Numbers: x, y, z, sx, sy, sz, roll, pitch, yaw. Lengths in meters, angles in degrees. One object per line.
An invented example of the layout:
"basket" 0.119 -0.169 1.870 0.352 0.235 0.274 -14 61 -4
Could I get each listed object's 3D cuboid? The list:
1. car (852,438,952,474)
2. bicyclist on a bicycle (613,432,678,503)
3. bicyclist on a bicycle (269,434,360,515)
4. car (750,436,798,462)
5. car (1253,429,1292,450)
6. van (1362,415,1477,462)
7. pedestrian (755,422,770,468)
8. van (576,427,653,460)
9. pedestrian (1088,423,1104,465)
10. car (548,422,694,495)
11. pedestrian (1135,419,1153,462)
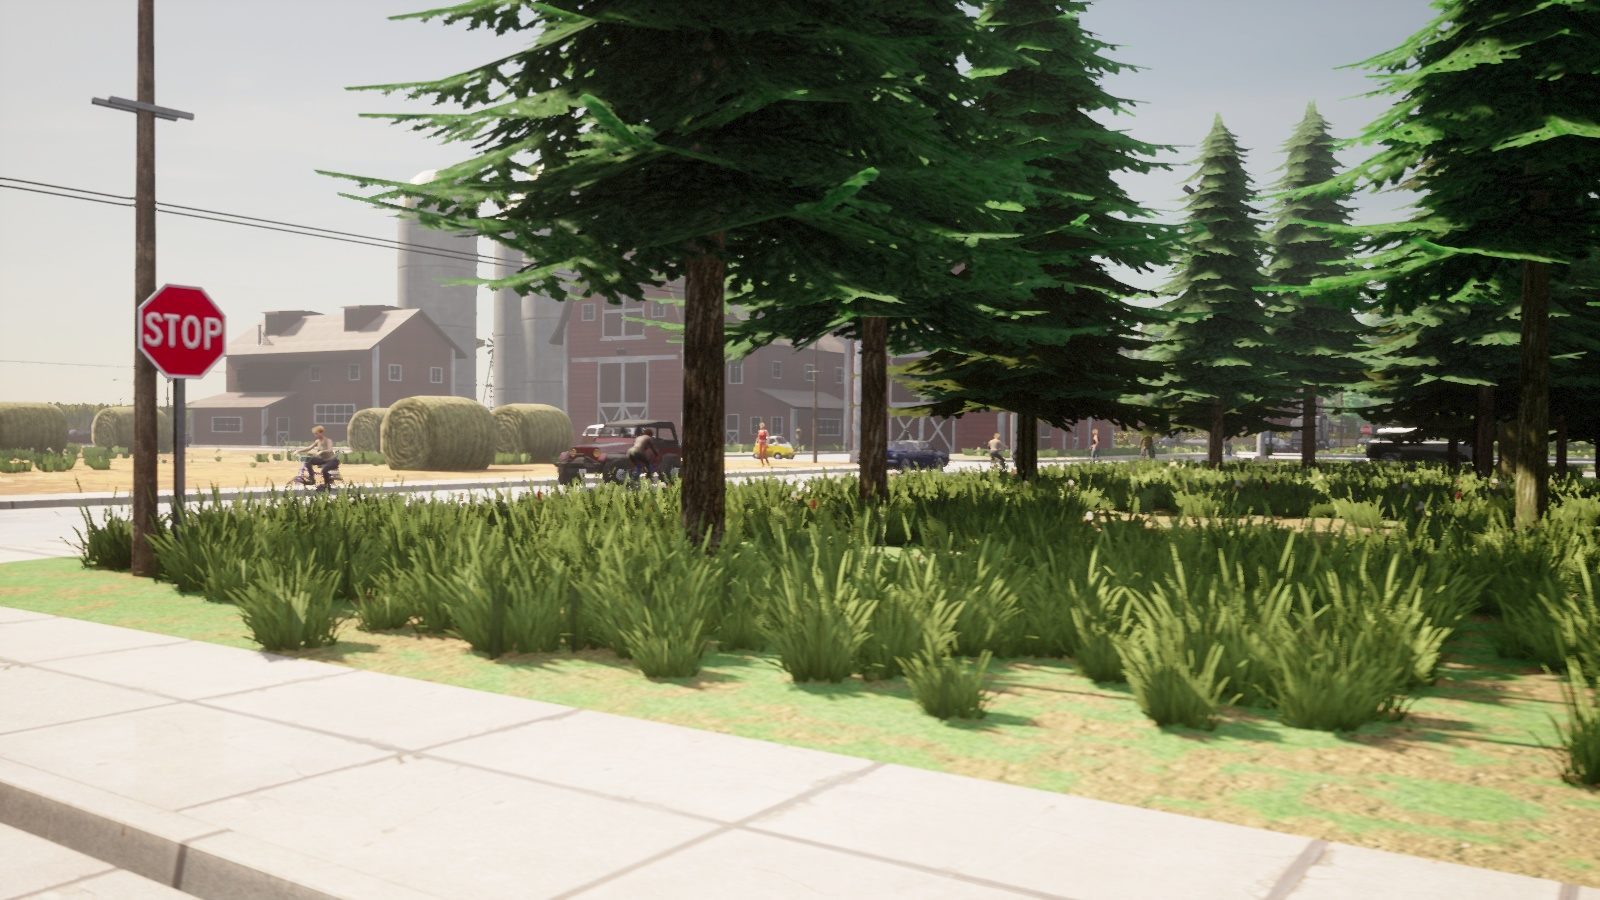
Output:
"car" 4.025 0.210 48.751 1.895 1.301 4.718 0 1 32
"bicyclist on a bicycle" -3.616 0.386 29.515 0.582 1.620 1.656 0 1 31
"bicyclist on a bicycle" -9.966 0.483 25.819 0.866 1.612 1.509 0 1 32
"car" -1.440 -0.068 69.347 2.207 1.376 1.481 0 1 30
"car" 34.935 -0.768 92.769 1.837 1.490 4.892 0 1 31
"van" 27.762 -0.537 56.315 4.480 2.038 2.069 0 1 30
"pedestrian" -1.488 -0.216 50.192 0.345 1.836 0.594 0 1 23
"van" -11.743 -0.413 79.423 4.480 2.038 2.069 0 1 30
"pedestrian" 12.854 -0.263 54.571 0.594 1.836 0.345 0 1 34
"car" -4.810 0.181 34.283 1.905 1.878 3.866 0 1 31
"pedestrian" 14.638 -0.406 53.397 0.370 1.835 0.726 -1 1 -20
